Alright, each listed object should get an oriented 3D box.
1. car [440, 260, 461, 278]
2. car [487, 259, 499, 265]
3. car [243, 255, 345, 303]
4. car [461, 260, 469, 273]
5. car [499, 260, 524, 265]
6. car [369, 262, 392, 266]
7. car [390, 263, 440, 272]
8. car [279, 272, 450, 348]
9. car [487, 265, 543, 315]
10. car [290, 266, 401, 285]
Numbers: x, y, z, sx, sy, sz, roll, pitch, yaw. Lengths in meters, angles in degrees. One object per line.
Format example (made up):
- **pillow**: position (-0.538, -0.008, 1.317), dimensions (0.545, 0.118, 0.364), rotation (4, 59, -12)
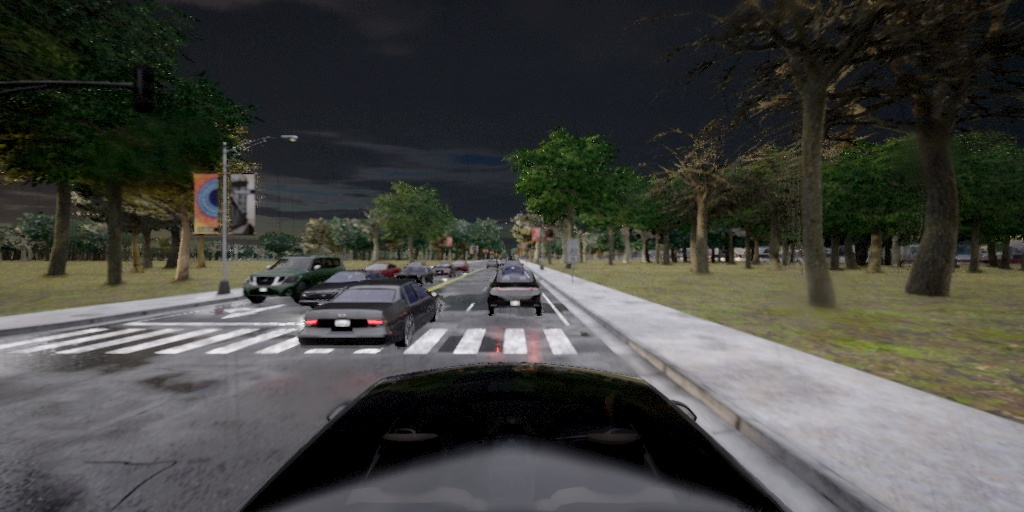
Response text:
- **car**: position (-6.565, 1.337, 34.738), dimensions (1.994, 1.385, 4.181), rotation (0, 0, 1)
- **car**: position (-3.168, 1.296, 60.018), dimensions (2.128, 1.511, 4.902), rotation (0, 0, 0)
- **car**: position (-9.837, 0.978, 16.931), dimensions (2.150, 2.045, 5.566), rotation (0, 0, 0)
- **car**: position (-6.505, 1.264, 44.990), dimensions (1.882, 1.535, 5.008), rotation (0, 0, 0)
- **car**: position (0.097, 1.126, 35.235), dimensions (2.097, 1.767, 4.553), rotation (0, 0, 0)
- **car**: position (-9.843, 1.242, 26.917), dimensions (1.882, 1.535, 5.008), rotation (0, 0, 0)
- **car**: position (-6.596, 1.363, 24.726), dimensions (1.895, 1.301, 4.718), rotation (0, 0, 0)
- **car**: position (-3.152, 1.300, 9.176), dimensions (2.033, 1.411, 5.357), rotation (0, 0, 0)
- **car**: position (0.097, 1.247, 13.537), dimensions (2.128, 1.511, 4.902), rotation (0, 0, 0)
- **car**: position (-6.600, 1.303, 15.137), dimensions (2.033, 1.411, 5.357), rotation (0, 0, 0)
